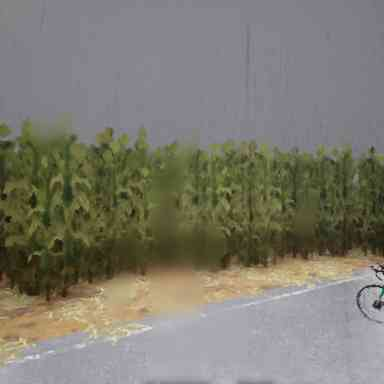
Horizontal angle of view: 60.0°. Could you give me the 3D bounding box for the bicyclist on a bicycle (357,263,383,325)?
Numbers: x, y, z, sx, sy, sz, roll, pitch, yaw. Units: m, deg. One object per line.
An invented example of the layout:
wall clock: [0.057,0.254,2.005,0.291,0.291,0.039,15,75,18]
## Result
bicyclist on a bicycle: [3.517,1.455,5.384,1.656,1.620,0.582,-3,-2,44]
